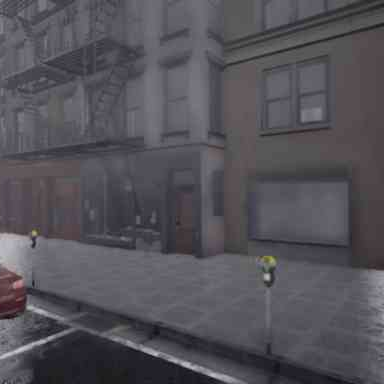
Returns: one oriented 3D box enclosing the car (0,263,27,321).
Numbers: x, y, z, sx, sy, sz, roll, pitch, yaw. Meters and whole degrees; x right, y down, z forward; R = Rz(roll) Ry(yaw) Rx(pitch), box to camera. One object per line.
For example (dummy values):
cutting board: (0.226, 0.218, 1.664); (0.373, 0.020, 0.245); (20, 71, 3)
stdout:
car: (-4.681, 1.650, 6.143); (4.206, 1.307, 1.802); (-1, 0, 35)
